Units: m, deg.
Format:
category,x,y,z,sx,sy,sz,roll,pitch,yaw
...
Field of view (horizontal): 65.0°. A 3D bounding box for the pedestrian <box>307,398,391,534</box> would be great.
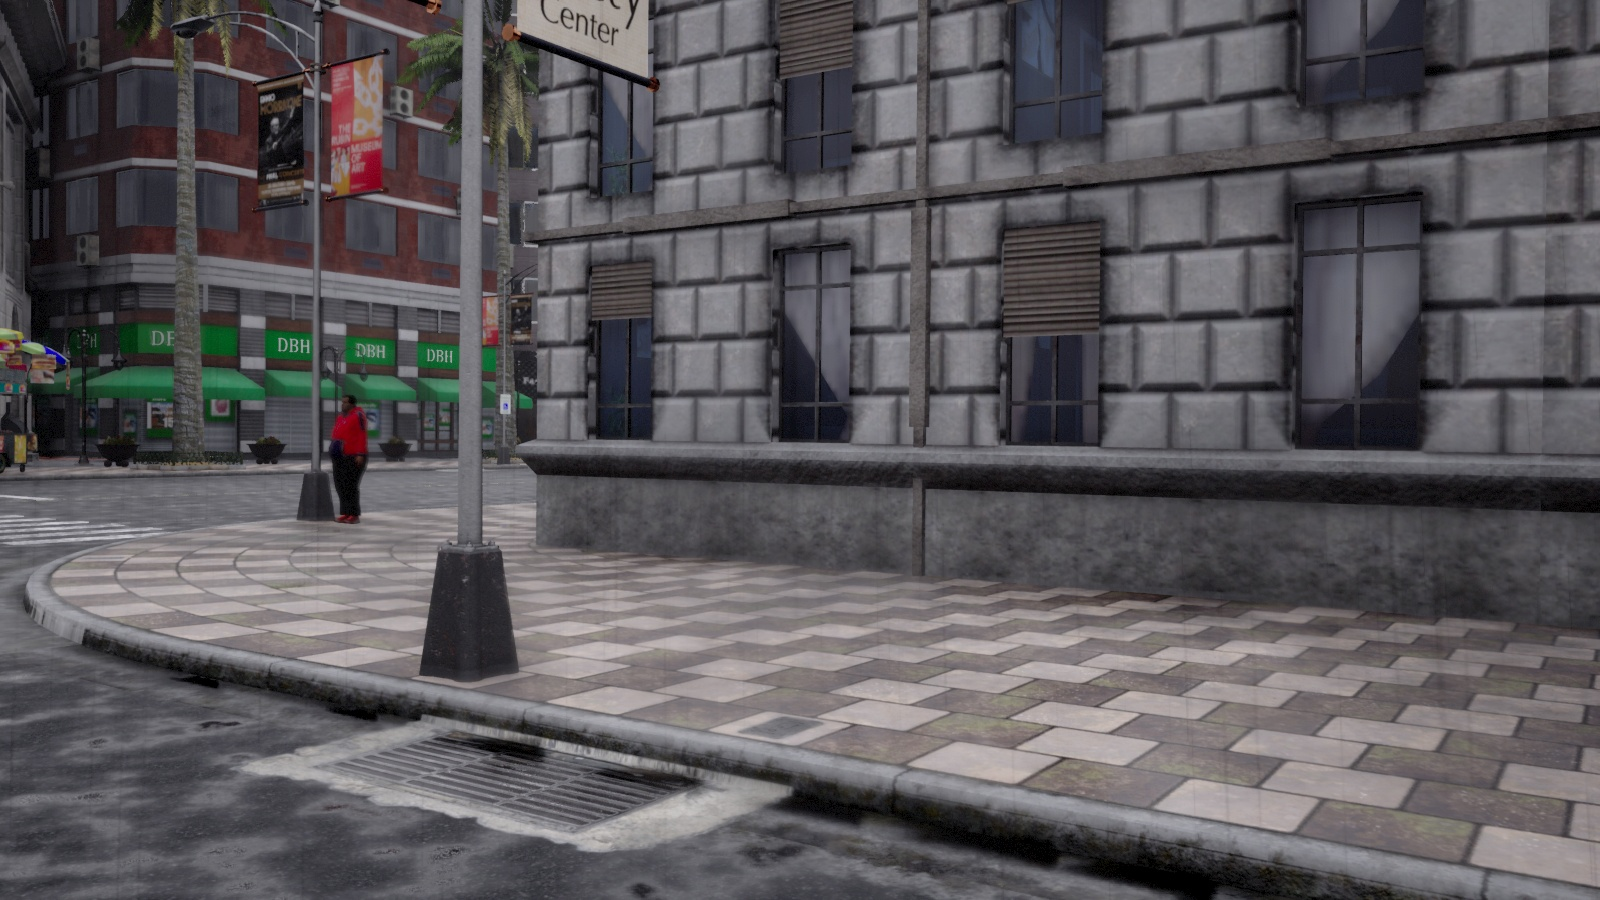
category,x,y,z,sx,sy,sz,roll,pitch,yaw
pedestrian,-6.311,0.205,17.586,0.634,1.844,0.899,0,1,43
